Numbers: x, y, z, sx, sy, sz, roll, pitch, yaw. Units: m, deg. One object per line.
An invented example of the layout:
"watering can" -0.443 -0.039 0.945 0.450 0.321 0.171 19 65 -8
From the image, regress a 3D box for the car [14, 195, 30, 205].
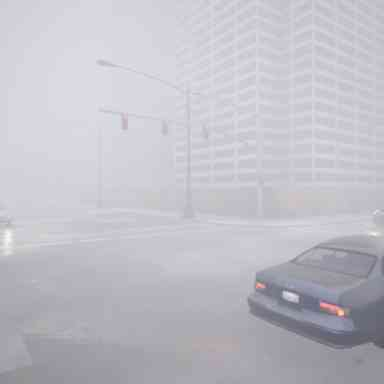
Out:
"car" -29.353 1.343 57.356 2.097 1.767 4.553 0 0 -35

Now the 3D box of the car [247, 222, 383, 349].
"car" 3.449 1.542 6.206 5.357 1.411 2.033 0 0 -36

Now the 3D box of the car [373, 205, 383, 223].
"car" 14.416 1.328 22.868 4.553 1.767 2.097 0 0 -36

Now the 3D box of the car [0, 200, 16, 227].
"car" -13.337 1.524 22.316 1.812 1.442 4.674 0 0 -35

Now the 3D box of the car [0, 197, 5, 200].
"car" -31.968 1.558 55.149 1.994 1.385 4.181 0 0 -35
